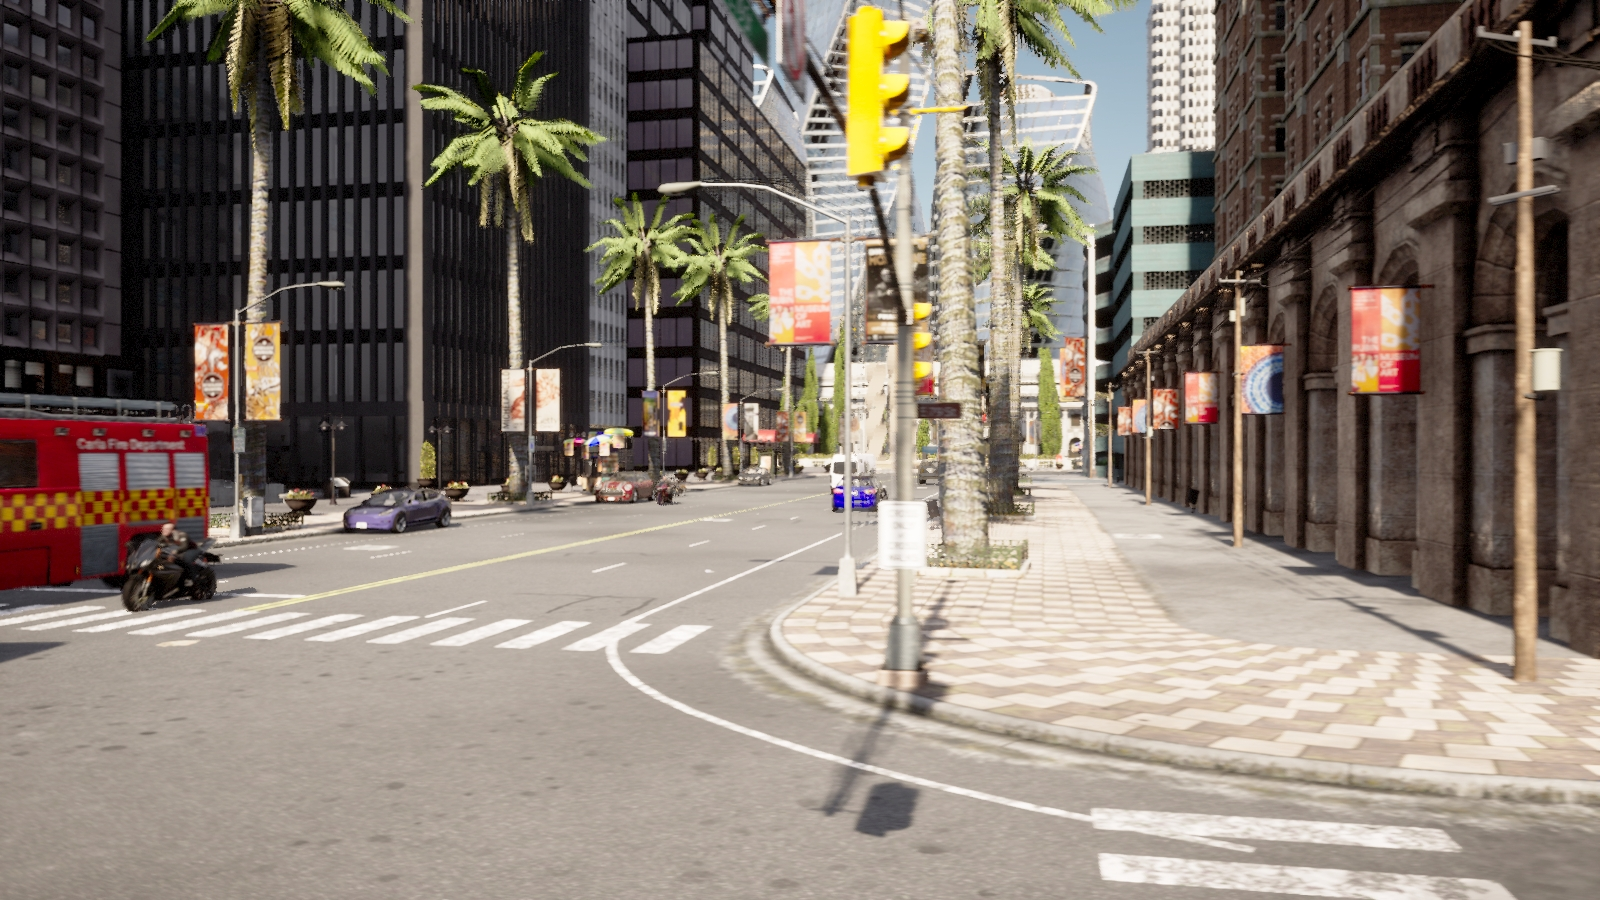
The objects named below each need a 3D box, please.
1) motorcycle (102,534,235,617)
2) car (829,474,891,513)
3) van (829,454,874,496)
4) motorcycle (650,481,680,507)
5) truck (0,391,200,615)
[{"bbox_3d":[-11.308,2.213,20.558,0.867,1.251,2.209,0,0,11],"label":"motorcycle"},{"bbox_3d":[2.862,1.993,53.543,2.242,1.667,4.611,0,0,12],"label":"car"},{"bbox_3d":[3.377,1.568,73.541,1.988,2.561,5.915,0,0,11],"label":"van"},{"bbox_3d":[-6.872,2.231,58.292,0.867,1.251,2.209,0,0,12],"label":"motorcycle"},{"bbox_3d":[-14.979,0.898,20.290,2.891,3.827,8.468,0,0,12],"label":"truck"}]
